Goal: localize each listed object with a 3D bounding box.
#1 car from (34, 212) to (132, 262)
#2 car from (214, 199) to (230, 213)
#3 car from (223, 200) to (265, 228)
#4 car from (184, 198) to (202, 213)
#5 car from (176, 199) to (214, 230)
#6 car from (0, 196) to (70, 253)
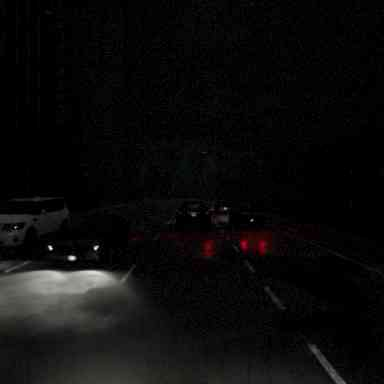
[{"bbox_3d":[-3.505,1.554,12.376,2.033,1.411,5.357,0,0,0],"label":"car"},{"bbox_3d":[3.588,1.523,38.020,1.837,1.490,4.892,0,0,0],"label":"car"},{"bbox_3d":[3.597,1.502,22.369,2.128,1.511,4.902,0,0,0],"label":"car"},{"bbox_3d":[0.089,1.496,38.184,1.882,1.535,5.008,0,0,0],"label":"car"},{"bbox_3d":[0.098,1.362,21.494,2.097,1.767,4.553,0,0,0],"label":"car"},{"bbox_3d":[-7.002,1.228,14.077,2.150,2.045,5.566,0,0,0],"label":"car"}]
